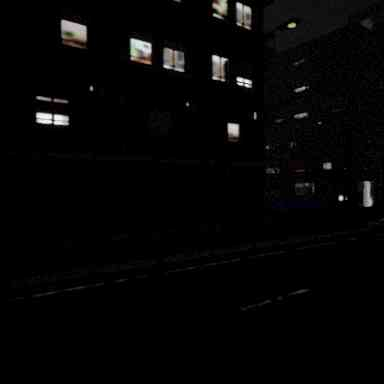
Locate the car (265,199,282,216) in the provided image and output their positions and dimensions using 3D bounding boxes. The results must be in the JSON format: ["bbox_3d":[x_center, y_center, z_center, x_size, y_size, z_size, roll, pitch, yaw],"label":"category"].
[{"bbox_3d":[5.991,1.586,31.656,1.802,1.307,4.206,-2,0,-36],"label":"car"}]

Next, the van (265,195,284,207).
[{"bbox_3d":[9.412,1.285,41.088,1.690,1.788,3.998,-2,0,-36],"label":"van"}]

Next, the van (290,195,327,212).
[{"bbox_3d":[12.727,1.210,36.572,1.690,1.788,3.998,-2,0,-36],"label":"van"}]
